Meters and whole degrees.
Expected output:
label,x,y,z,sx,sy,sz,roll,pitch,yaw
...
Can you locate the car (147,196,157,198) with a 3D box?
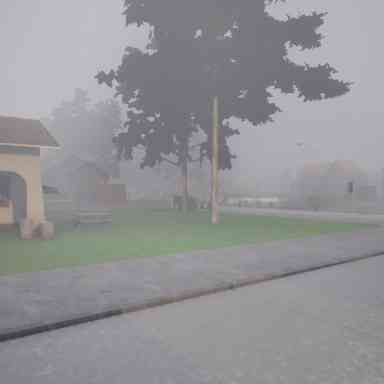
label,x,y,z,sx,sy,sz,roll,pitch,yaw
car,-8.384,1.526,68.442,1.812,1.442,4.674,0,0,-36
